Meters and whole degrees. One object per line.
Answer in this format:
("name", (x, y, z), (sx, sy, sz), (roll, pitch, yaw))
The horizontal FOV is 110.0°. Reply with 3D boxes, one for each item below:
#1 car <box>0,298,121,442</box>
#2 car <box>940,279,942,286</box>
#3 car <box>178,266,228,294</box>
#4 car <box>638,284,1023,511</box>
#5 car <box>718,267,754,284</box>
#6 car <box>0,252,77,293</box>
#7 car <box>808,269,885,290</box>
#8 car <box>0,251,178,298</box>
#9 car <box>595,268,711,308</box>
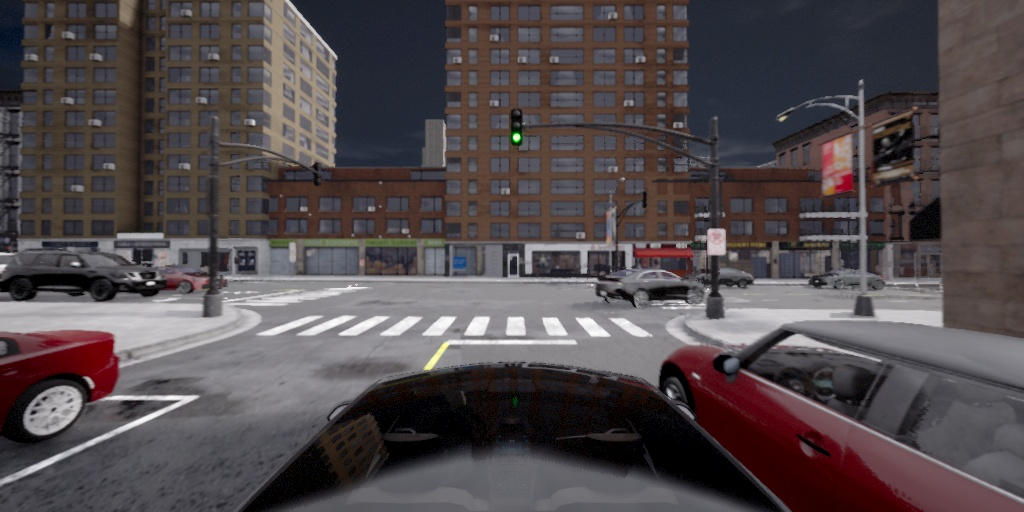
("car", (-5.858, 1.297, 2.642), (1.888, 1.381, 4.507), (0, 0, 0))
("car", (33.263, 1.469, 25.184), (4.553, 1.767, 2.097), (0, -1, 0))
("car", (-17.488, 1.210, 18.793), (4.181, 1.385, 1.994), (0, -1, 0))
("car", (2.668, 1.192, 2.643), (1.967, 1.591, 4.097), (0, 0, 0))
("car", (14.441, 1.501, 25.300), (4.674, 1.442, 1.812), (0, -1, 2))
("car", (-26.988, 0.805, 18.857), (5.566, 2.045, 2.150), (0, -1, 0))
("car", (23.458, 1.610, 25.248), (4.181, 1.385, 1.994), (0, -1, 0))
("car", (-18.396, 0.823, 15.555), (5.566, 2.045, 2.150), (0, -1, 0))
("car", (5.777, 1.269, 14.893), (4.902, 1.511, 2.128), (1, -1, -24))
